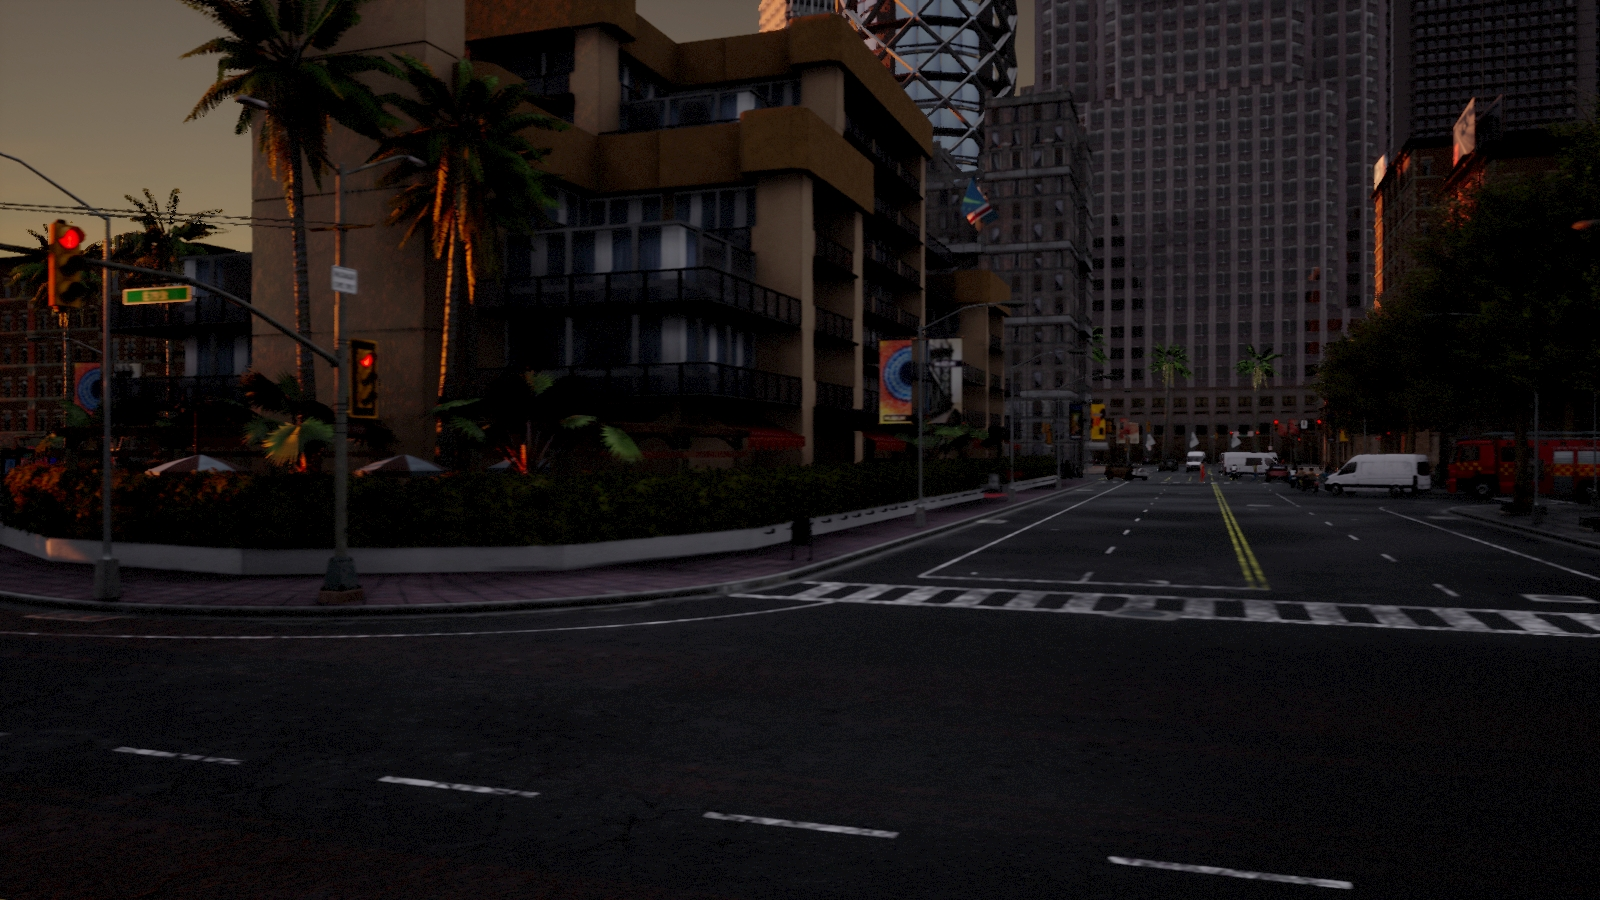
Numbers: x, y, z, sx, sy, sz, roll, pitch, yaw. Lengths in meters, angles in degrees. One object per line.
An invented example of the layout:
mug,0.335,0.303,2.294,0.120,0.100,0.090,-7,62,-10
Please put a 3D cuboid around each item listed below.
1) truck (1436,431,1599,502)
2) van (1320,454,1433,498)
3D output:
truck,40.781,0.891,64.410,8.468,3.827,2.891,0,0,26
van,35.202,1.535,69.944,1.988,2.561,5.915,0,0,-37
